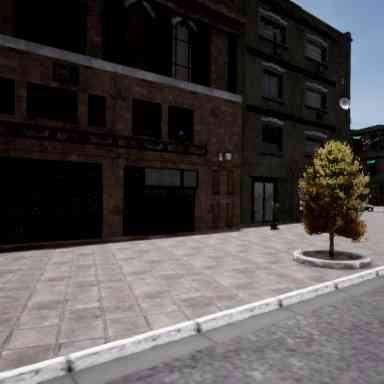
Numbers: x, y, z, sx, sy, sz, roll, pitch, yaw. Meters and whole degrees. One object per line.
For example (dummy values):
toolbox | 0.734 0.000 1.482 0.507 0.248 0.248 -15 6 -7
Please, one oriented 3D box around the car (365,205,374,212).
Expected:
car | 18.692 1.568 38.151 1.947 1.339 4.313 1 -1 -18
